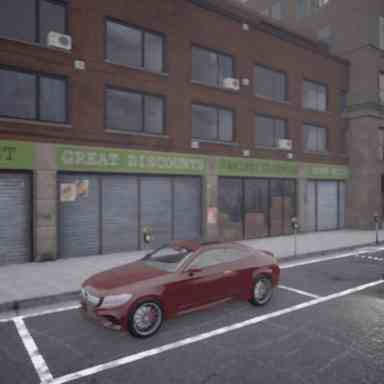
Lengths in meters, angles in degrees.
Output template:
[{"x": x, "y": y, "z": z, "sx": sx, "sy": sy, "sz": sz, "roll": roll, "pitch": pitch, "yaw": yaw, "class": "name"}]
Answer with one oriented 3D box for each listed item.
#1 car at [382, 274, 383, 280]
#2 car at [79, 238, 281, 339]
[{"x": 6.878, "y": 1.614, "z": 8.281, "sx": 5.357, "sy": 1.411, "sz": 2.033, "roll": 0, "pitch": 0, "yaw": -35, "class": "car"}, {"x": -0.010, "y": 1.605, "z": 6.536, "sx": 4.206, "sy": 1.307, "sz": 1.802, "roll": 0, "pitch": -1, "yaw": -35, "class": "car"}]
